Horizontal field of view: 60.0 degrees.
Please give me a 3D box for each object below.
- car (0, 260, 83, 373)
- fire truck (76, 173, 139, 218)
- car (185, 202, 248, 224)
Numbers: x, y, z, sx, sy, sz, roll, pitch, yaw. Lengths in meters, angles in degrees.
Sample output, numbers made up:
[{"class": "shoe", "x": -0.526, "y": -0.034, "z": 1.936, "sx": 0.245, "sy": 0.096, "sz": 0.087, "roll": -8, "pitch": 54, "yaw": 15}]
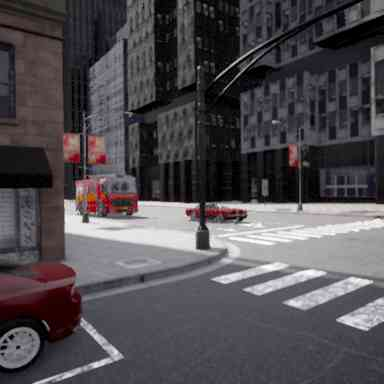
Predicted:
[{"class": "car", "x": -3.679, "y": 1.564, "z": 4.006, "sx": 4.507, "sy": 1.381, "sz": 1.887, "roll": -2, "pitch": 2, "yaw": -36}, {"class": "fire truck", "x": -8.088, "y": 0.301, "z": 30.745, "sx": 2.891, "sy": 3.827, "sz": 8.468, "roll": -1, "pitch": 0, "yaw": -36}, {"class": "car", "x": 1.597, "y": 1.382, "z": 22.757, "sx": 1.895, "sy": 1.301, "sz": 4.718, "roll": -1, "pitch": 0, "yaw": -36}]
